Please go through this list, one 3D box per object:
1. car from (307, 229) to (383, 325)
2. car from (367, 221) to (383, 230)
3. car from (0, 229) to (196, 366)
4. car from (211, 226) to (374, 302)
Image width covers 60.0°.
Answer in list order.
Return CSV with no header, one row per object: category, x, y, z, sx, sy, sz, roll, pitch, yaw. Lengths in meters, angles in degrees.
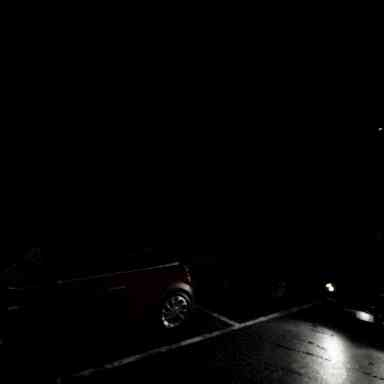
car,4.949,1.639,6.864,5.357,1.411,2.033,1,0,-35
car,6.953,1.692,11.618,4.403,1.369,2.008,1,-1,-35
car,-2.011,1.455,5.229,4.097,1.590,1.967,1,-1,-35
car,2.471,1.644,8.423,4.313,1.339,1.947,1,-1,-35
